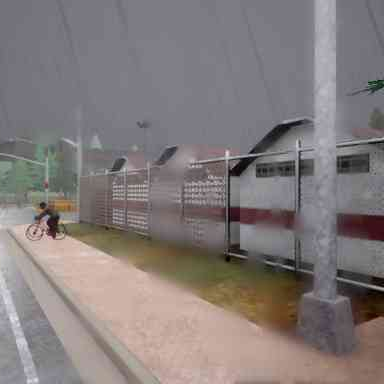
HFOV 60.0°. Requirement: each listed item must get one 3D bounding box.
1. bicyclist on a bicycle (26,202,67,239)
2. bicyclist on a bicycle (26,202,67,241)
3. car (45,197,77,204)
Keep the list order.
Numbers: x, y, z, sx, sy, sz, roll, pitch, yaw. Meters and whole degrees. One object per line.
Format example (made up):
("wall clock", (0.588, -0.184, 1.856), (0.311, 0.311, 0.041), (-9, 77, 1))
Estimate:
("bicyclist on a bicycle", (-6.794, 1.301, 15.583), (1.656, 1.620, 0.582), (0, 0, -39))
("bicyclist on a bicycle", (-6.278, 1.301, 14.363), (1.656, 1.620, 0.582), (0, 0, -14))
("car", (-19.508, 1.504, 50.096), (4.892, 1.490, 1.837), (0, 0, -35))
